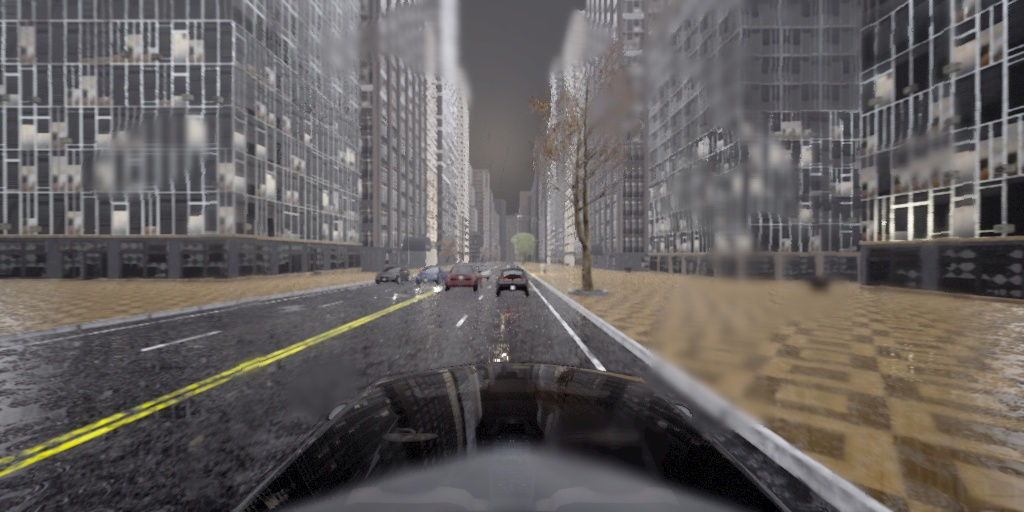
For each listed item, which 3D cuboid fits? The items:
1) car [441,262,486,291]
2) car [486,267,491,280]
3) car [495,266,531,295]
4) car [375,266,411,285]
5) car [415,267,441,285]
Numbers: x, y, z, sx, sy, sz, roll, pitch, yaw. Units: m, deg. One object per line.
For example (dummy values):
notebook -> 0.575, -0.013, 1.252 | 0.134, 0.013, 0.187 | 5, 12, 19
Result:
car -> -3.179, 1.368, 24.512 | 2.097, 1.767, 4.553 | 0, -1, 0
car -> -3.192, 1.765, 37.339 | 1.895, 1.301, 4.718 | 0, -1, 0
car -> 0.055, 1.481, 21.480 | 1.837, 1.490, 4.892 | 0, -1, 0
car -> -9.867, 1.590, 30.114 | 1.837, 1.490, 4.892 | 0, -1, 0
car -> -6.617, 1.605, 29.774 | 1.812, 1.442, 4.674 | 0, -1, 0
